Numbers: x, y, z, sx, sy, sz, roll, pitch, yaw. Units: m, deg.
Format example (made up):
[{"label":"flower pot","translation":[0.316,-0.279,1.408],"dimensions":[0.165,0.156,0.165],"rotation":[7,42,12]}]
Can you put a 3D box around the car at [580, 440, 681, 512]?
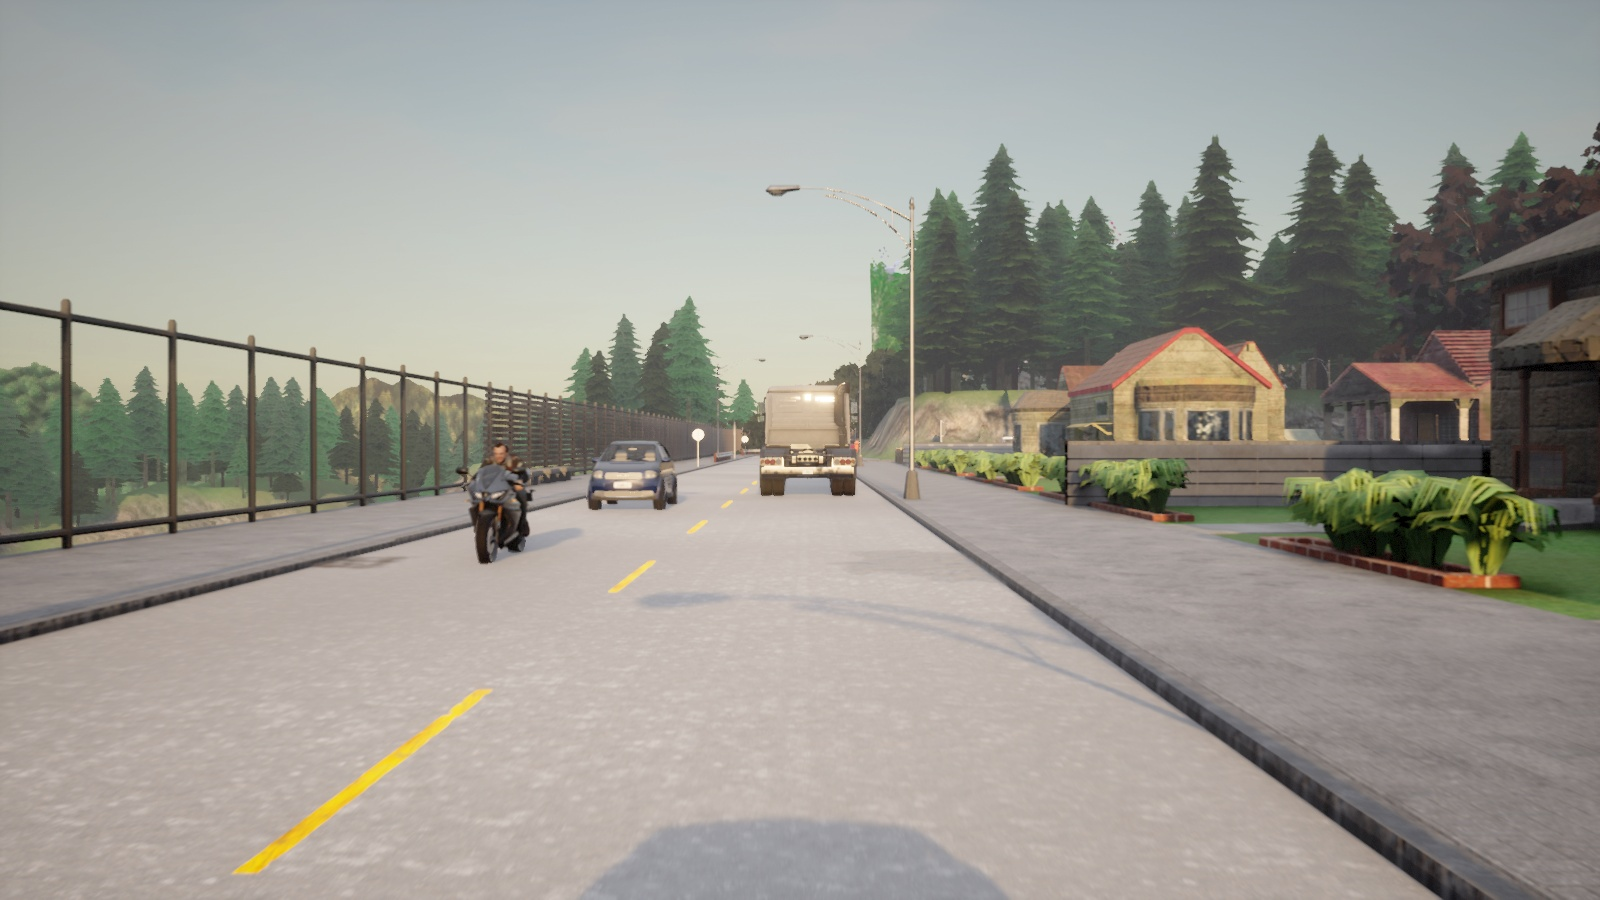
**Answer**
[{"label":"car","translation":[-3.821,0.559,28.876],"dimensions":[1.789,1.549,3.705],"rotation":[0,0,0]}]

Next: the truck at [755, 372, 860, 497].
[{"label":"truck","translation":[0.236,-0.453,38.711],"dimensions":[2.891,3.462,7.936],"rotation":[0,0,0]}]

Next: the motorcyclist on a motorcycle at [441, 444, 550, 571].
[{"label":"motorcyclist on a motorcycle","translation":[-3.892,0.687,16.247],"dimensions":[0.866,1.530,2.191],"rotation":[0,0,0]}]
